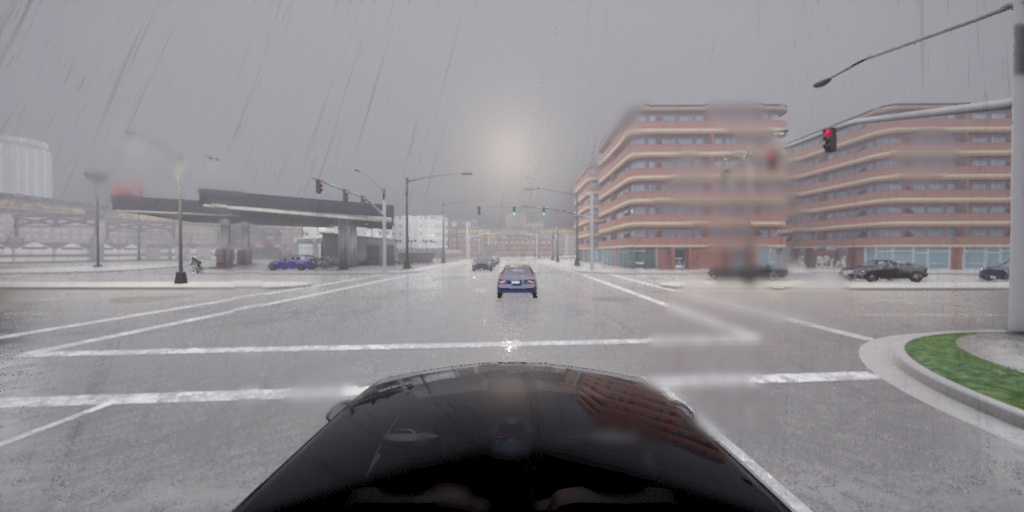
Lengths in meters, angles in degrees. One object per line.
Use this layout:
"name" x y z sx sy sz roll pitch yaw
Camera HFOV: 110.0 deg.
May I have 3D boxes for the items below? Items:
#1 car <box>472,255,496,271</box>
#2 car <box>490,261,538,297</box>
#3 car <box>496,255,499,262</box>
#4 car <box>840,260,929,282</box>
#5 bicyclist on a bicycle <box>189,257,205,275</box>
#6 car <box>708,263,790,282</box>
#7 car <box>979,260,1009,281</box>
"car" -3.164 0.735 39.557 2.097 1.767 4.553 0 1 0
"car" 0.289 1.143 17.614 2.033 1.411 5.357 0 1 2
"car" -3.229 0.855 49.061 1.994 1.385 4.181 0 1 0
"car" 25.625 1.015 24.786 4.902 1.511 2.128 0 0 1
"bicyclist on a bicycle" -29.069 0.877 33.035 0.582 1.620 1.656 -10 5 0
"car" 16.287 1.126 24.877 4.718 1.301 1.895 0 1 -3
"car" 35.444 0.878 24.710 4.553 1.767 2.097 0 1 1
